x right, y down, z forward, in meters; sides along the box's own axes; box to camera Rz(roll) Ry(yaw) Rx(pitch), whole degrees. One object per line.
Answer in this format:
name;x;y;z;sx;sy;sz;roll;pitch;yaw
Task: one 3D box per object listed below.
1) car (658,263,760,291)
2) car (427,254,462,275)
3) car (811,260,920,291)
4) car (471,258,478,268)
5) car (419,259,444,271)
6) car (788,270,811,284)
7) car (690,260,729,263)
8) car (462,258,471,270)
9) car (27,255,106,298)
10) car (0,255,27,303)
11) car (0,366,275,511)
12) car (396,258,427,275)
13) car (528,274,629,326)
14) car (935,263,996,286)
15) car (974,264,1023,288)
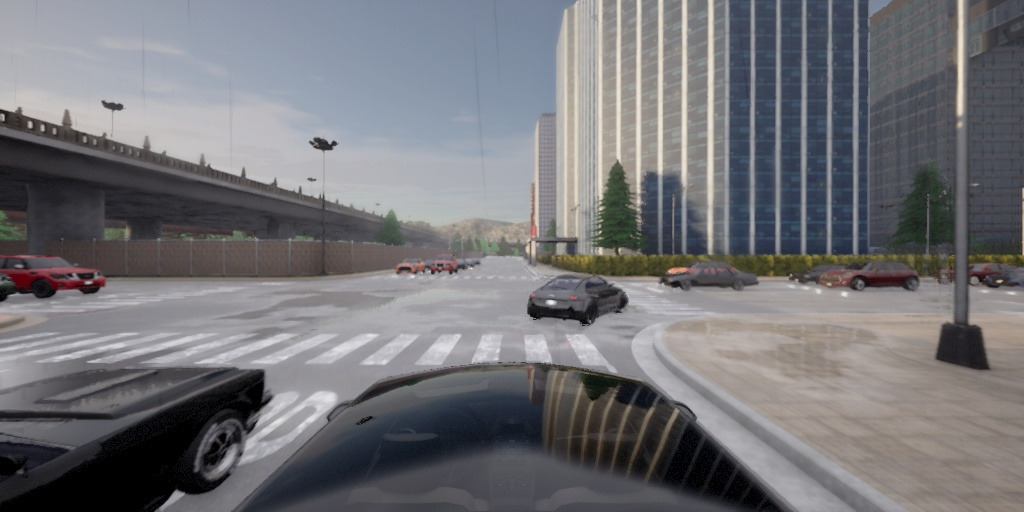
car;11.663;1.296;21.417;5.357;1.411;2.033;0;0;0
car;-7.033;0.856;37.855;2.150;2.045;5.566;0;0;0
car;21.142;1.104;21.381;4.553;1.767;2.097;0;0;0
car;-6.956;1.099;57.179;1.812;1.442;4.674;0;0;1
car;-10.501;1.151;47.119;2.033;1.411;5.357;0;0;1
car;22.433;1.289;24.877;5.357;1.411;2.033;0;0;0
car;13.017;1.090;24.911;4.553;1.767;2.097;0;0;0
car;-7.011;1.081;47.857;1.882;1.535;5.008;0;0;0
car;-23.814;0.968;17.836;5.566;2.045;2.150;0;0;0
car;-23.705;0.979;14.328;5.566;2.045;2.150;0;0;0
car;-3.375;1.350;1.560;1.895;1.301;4.718;0;0;-1
car;-10.561;0.986;37.651;2.097;1.767;4.553;0;0;1
car;2.282;1.286;11.801;1.994;1.385;4.181;0;0;35
car;32.460;1.223;24.819;5.008;1.535;1.882;0;0;1
car;31.011;1.320;21.331;4.181;1.385;1.994;0;0;0
